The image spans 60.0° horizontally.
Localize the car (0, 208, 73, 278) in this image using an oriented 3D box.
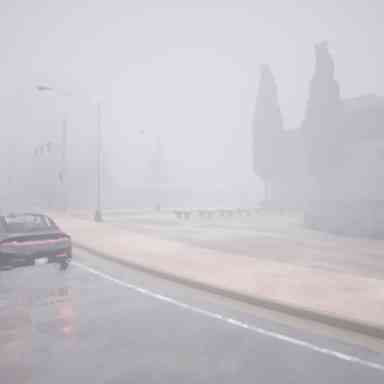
[{"bbox_3d":[-4.990,1.336,9.473,2.128,1.511,4.902,0,1,-40],"label":"car"}]
